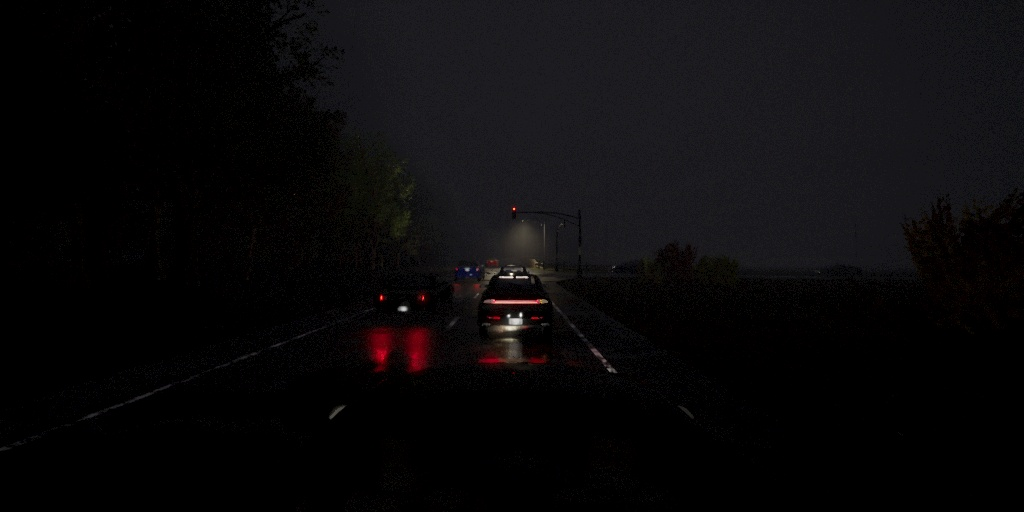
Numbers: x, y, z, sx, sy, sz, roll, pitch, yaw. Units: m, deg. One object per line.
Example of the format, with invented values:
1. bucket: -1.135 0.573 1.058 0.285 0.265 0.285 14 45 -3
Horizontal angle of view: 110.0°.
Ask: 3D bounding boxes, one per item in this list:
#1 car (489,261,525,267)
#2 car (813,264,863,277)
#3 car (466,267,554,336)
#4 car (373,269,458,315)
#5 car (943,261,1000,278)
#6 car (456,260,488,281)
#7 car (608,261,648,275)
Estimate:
1. car: 0.066 1.246 19.792 2.128 1.511 4.902 0 0 0
2. car: 38.387 1.718 42.333 4.902 1.511 2.128 1 -1 0
3. car: 0.084 1.244 10.394 2.128 1.511 4.902 0 0 0
4. car: -3.423 1.353 13.464 1.895 1.301 4.718 0 0 0
5. car: 50.197 1.517 38.704 5.566 2.045 2.150 1 -1 1
6. car: -3.460 1.107 29.847 2.097 1.767 4.553 0 0 0
7. car: 13.796 1.314 42.582 4.553 1.767 2.097 1 -1 2
